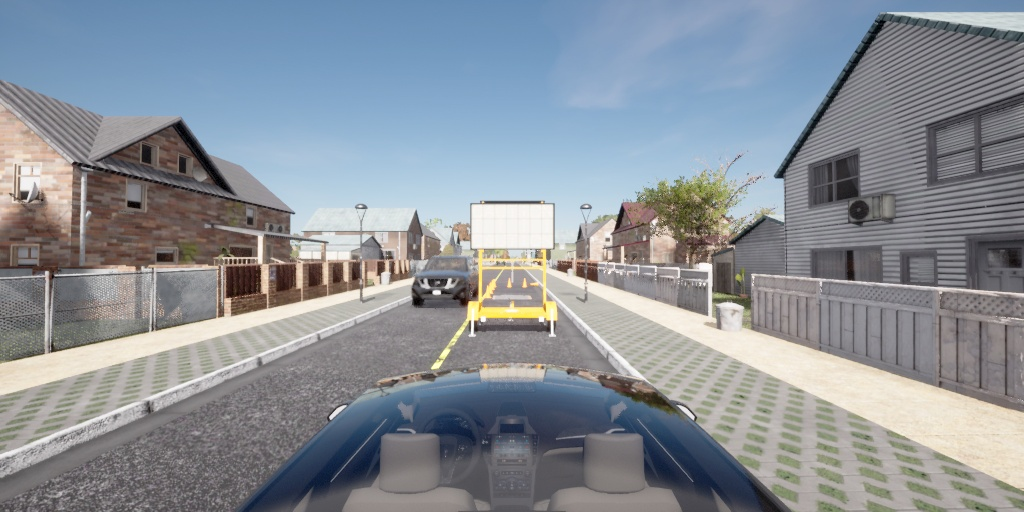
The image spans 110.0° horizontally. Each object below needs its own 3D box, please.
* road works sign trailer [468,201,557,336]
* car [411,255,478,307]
[{"bbox_3d":[0.014,0.220,10.344,2.380,3.560,2.880,0,0,0],"label":"road works sign trailer"},{"bbox_3d":[-2.749,0.984,15.870,2.150,2.045,5.566,0,0,0],"label":"car"}]
